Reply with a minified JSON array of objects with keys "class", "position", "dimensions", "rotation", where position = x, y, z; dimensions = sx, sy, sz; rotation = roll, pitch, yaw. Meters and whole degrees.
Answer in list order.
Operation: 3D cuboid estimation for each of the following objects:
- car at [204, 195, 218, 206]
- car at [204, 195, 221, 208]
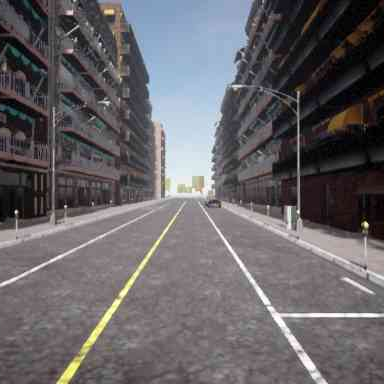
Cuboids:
[{"class":"car","position":[3.113,1.352,54.705],"dimensions":[2.097,1.767,4.553],"rotation":[0,0,0]},{"class":"car","position":[3.146,1.496,47.734],"dimensions":[1.837,1.490,4.892],"rotation":[0,0,0]}]
